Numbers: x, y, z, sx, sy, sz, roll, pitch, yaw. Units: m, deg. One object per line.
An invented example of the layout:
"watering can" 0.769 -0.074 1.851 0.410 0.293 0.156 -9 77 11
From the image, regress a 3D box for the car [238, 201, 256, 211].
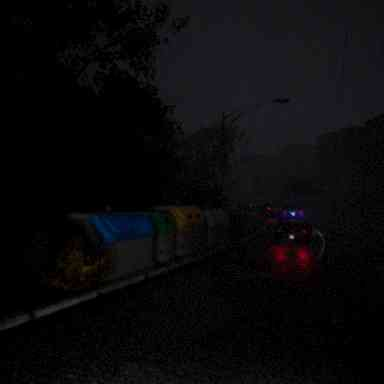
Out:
"car" 9.566 2.316 57.955 2.097 1.767 4.553 0 1 -9

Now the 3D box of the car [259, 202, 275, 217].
"car" 10.665 2.317 45.457 2.150 2.045 5.566 0 0 0

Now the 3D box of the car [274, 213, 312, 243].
"car" 6.163 2.190 19.947 1.895 1.301 4.718 1 -1 21

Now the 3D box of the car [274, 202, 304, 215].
"car" 9.589 2.137 32.609 2.150 2.045 5.566 1 -1 10
